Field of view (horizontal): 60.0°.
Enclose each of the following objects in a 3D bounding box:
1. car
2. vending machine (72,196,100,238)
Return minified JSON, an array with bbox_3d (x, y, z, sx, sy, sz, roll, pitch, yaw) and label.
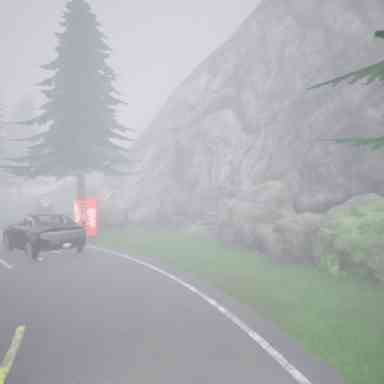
[{"bbox_3d":[-5.859,1.602,12.992,2.128,1.511,4.902,-1,0,-43],"label":"car"},{"bbox_3d":[-5.653,1.304,17.784,0.880,2.100,1.100,-1,0,42],"label":"vending machine"}]
